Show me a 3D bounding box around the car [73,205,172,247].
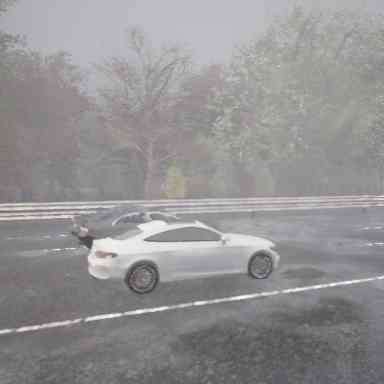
[{"bbox_3d":[-1.367,1.312,11.438,4.902,1.511,2.128,-1,1,-21],"label":"car"}]

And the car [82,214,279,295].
[{"bbox_3d":[-0.122,1.396,8.171,4.674,1.442,1.812,-1,1,-21],"label":"car"}]

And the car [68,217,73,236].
[{"bbox_3d":[-2.612,1.308,14.710,5.357,1.411,2.033,-1,1,-21],"label":"car"}]
